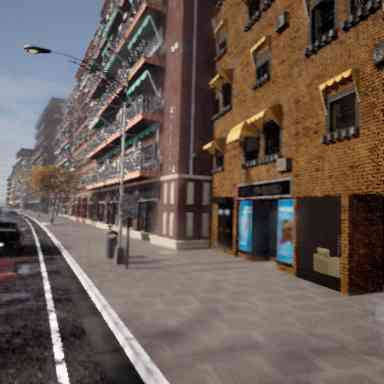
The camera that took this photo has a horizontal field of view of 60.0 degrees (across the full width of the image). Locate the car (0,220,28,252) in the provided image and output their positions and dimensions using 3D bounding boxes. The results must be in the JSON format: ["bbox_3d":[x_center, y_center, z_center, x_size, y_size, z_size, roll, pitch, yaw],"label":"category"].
[{"bbox_3d":[-9.633,2.192,17.070,1.837,1.490,4.892,3,-4,-26],"label":"car"}]

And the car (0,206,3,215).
[{"bbox_3d":[-45.342,4.237,77.158,2.150,2.045,5.566,3,-4,-30],"label":"car"}]

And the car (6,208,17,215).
[{"bbox_3d":[-42.780,4.796,79.175,1.895,1.301,4.718,3,-4,-30],"label":"car"}]
